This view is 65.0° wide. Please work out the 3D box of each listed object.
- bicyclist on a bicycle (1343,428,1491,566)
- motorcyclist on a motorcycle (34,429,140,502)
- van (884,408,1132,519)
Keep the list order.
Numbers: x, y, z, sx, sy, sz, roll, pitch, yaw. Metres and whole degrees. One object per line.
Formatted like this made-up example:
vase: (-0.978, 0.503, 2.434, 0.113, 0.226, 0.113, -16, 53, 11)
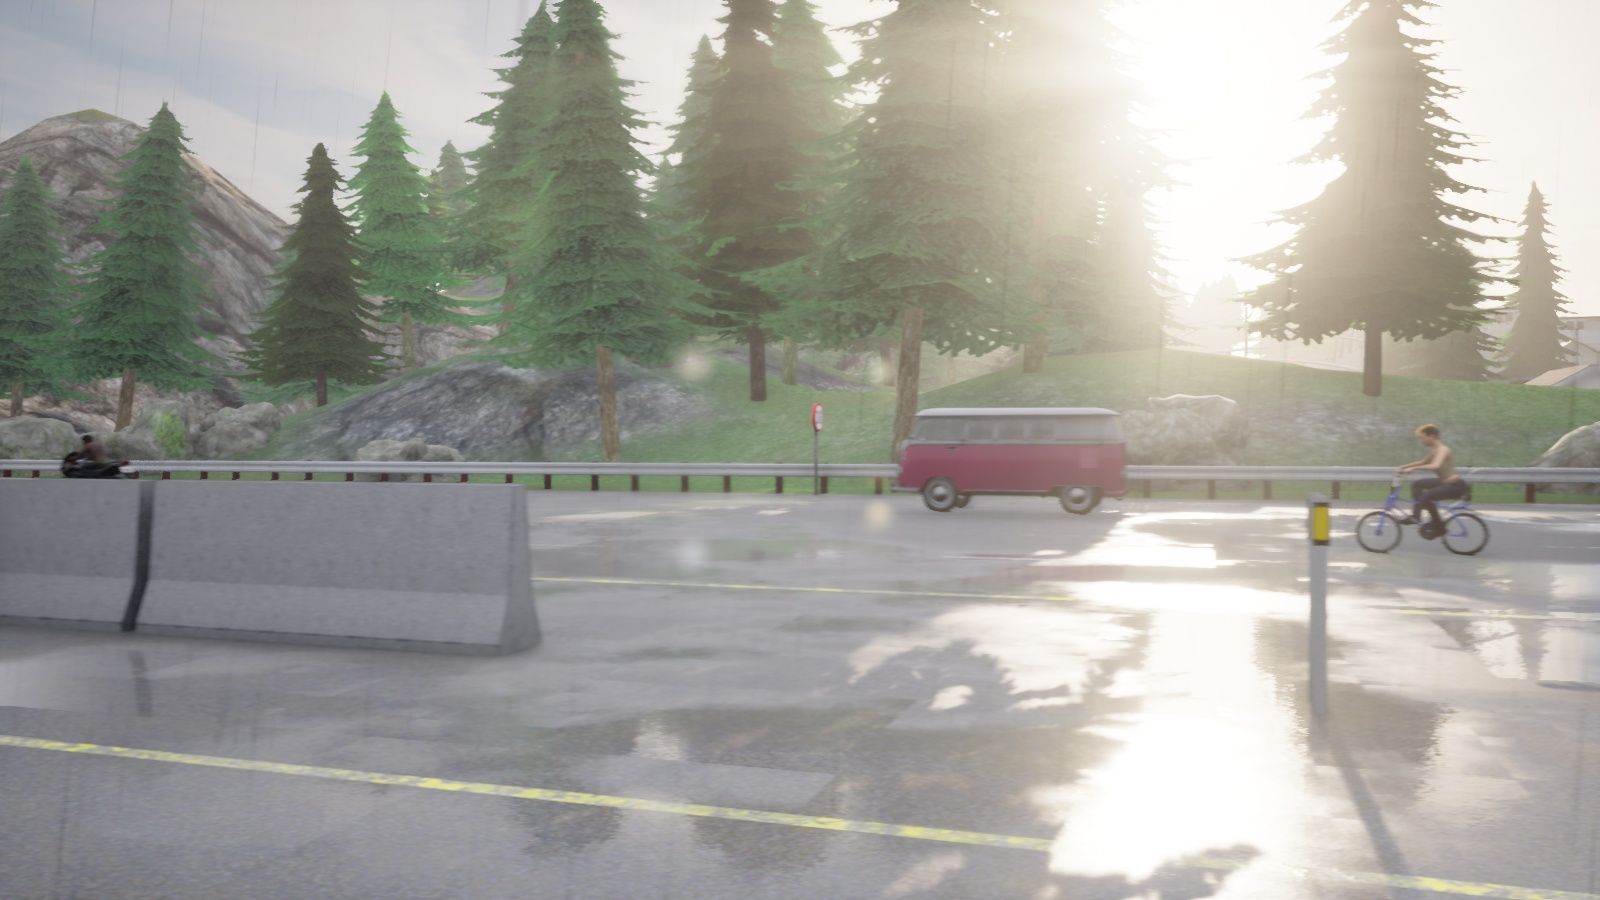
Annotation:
bicyclist on a bicycle: (7.544, 0.544, 15.429, 1.509, 1.612, 0.866, 0, 1, 18)
motorcyclist on a motorcycle: (-15.204, 0.321, 26.772, 2.044, 1.523, 0.797, 0, 1, 19)
van: (3.989, 0.210, 24.003, 4.442, 1.987, 1.775, 1, 1, 19)
